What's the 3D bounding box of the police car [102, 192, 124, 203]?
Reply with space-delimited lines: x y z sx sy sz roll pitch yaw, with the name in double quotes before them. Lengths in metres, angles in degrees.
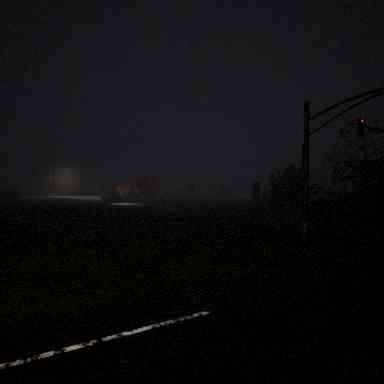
"police car" -11.805 0.821 49.790 2.038 1.542 4.974 1 0 -32
